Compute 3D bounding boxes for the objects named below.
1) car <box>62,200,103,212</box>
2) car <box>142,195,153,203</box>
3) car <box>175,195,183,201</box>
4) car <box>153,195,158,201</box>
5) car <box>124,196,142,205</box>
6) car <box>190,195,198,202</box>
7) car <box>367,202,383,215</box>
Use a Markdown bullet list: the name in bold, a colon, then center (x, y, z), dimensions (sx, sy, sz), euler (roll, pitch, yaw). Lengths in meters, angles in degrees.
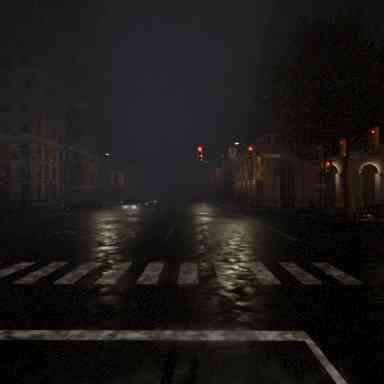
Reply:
- **car**: center (-12.548, 1.601, 38.348), dimensions (1.895, 1.301, 4.718), euler (0, 0, 28)
- **car**: center (-10.196, 1.478, 70.569), dimensions (1.882, 1.535, 5.008), euler (0, 0, 1)
- **car**: center (-3.087, 1.449, 78.631), dimensions (2.128, 1.511, 4.902), euler (0, 0, 1)
- **car**: center (-9.999, 1.529, 85.232), dimensions (1.895, 1.301, 4.718), euler (0, 0, 1)
- **car**: center (-10.414, 1.601, 57.387), dimensions (1.895, 1.301, 4.718), euler (0, 0, 0)
- **car**: center (0.412, 1.450, 78.586), dimensions (2.128, 1.511, 4.902), euler (0, 0, 1)
- **car**: center (19.573, 1.564, 32.742), dimensions (4.181, 1.385, 1.994), euler (0, 0, 0)
